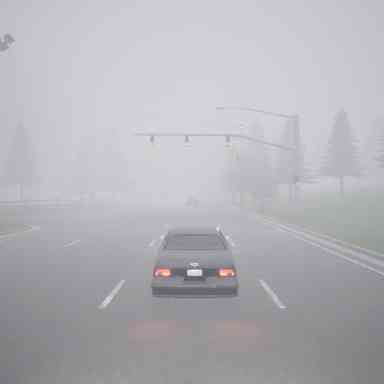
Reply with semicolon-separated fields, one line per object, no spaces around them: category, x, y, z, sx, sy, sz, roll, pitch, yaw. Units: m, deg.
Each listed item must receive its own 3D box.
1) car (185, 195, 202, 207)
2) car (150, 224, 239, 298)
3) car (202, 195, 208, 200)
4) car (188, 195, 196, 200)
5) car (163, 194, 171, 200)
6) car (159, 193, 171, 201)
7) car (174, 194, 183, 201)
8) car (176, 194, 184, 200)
car;0.023;1.352;52.733;2.097;1.767;4.553;0;0;0
car;0.070;1.547;8.694;2.033;1.411;5.357;0;0;0
car;3.546;1.500;94.208;1.837;1.490;4.892;0;0;0
car;0.046;1.540;94.209;2.033;1.411;5.357;0;0;0
car;-6.954;1.385;93.799;1.994;1.385;4.181;0;0;0
car;-6.959;1.217;83.409;2.150;2.045;5.566;0;0;0
car;-3.459;1.516;83.794;1.812;1.442;4.674;0;0;0
car;-3.454;1.357;93.798;2.128;1.511;4.902;0;0;0
